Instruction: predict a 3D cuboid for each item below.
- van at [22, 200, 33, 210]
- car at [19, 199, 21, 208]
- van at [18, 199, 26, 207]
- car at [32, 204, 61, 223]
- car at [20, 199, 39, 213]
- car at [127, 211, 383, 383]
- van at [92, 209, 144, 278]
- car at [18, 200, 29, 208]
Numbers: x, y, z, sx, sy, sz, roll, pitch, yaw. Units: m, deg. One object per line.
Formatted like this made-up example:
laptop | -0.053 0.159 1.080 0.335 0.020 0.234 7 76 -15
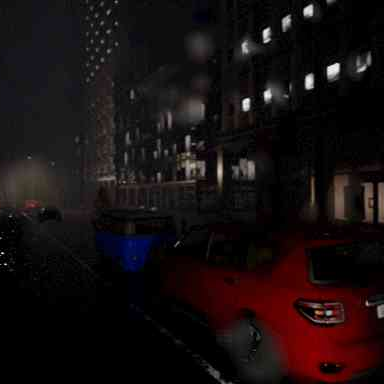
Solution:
van | -29.737 2.328 60.079 1.690 1.788 3.998 -1 0 -29
car | -26.957 2.216 55.123 2.192 1.841 5.009 -1 0 -29
van | -40.863 2.671 79.902 1.690 1.788 3.998 -1 0 -29
car | -13.044 2.020 30.343 2.008 1.369 4.403 -1 0 -29
car | -24.175 2.130 50.167 2.192 1.841 5.009 -1 0 -29
car | 0.857 1.352 5.564 2.192 1.841 5.009 -1 0 -29
van | -1.924 1.464 10.520 1.690 1.788 3.998 -1 0 -29
car | -38.079 2.684 74.946 1.967 1.590 4.097 -1 0 -29
